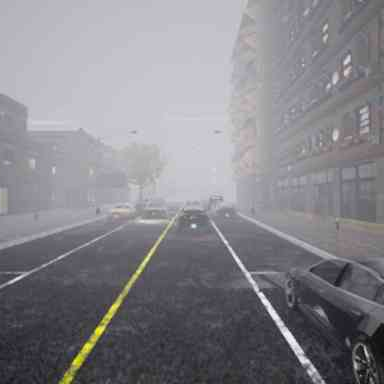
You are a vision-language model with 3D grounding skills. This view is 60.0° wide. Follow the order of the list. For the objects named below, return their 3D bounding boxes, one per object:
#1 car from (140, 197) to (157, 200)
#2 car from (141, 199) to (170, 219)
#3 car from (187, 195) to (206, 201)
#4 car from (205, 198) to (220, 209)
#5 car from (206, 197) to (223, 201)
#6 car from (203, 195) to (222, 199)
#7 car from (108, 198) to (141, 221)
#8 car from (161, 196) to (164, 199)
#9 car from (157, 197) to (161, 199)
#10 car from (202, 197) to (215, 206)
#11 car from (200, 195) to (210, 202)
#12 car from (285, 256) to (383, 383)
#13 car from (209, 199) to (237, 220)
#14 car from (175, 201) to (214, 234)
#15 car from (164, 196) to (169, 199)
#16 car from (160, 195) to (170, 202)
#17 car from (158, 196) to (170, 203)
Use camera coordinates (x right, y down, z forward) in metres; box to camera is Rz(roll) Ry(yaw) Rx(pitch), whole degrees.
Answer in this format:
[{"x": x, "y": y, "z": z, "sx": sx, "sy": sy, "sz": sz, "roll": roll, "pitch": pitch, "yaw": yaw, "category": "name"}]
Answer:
[{"x": -5.641, "y": 1.417, "z": 38.849, "sx": 1.967, "sy": 1.590, "sz": 4.097, "roll": 1, "pitch": 0, "yaw": 0, "category": "car"}, {"x": -3.097, "y": 1.545, "z": 28.589, "sx": 1.994, "sy": 1.385, "sz": 4.181, "roll": 0, "pitch": 0, "yaw": 0, "category": "car"}, {"x": 0.100, "y": 1.468, "z": 37.233, "sx": 2.128, "sy": 1.511, "sz": 4.902, "roll": 0, "pitch": 0, "yaw": 0, "category": "car"}, {"x": 2.704, "y": 1.556, "z": 44.595, "sx": 1.802, "sy": 1.307, "sz": 4.206, "roll": 1, "pitch": 0, "yaw": 0, "category": "car"}, {"x": 2.704, "y": 1.504, "z": 33.391, "sx": 1.752, "sy": 1.417, "sz": 4.829, "roll": 1, "pitch": 0, "yaw": 0, "category": "car"}, {"x": 2.708, "y": 1.291, "z": 38.909, "sx": 2.192, "sy": 1.841, "sz": 5.009, "roll": 1, "pitch": 0, "yaw": 0, "category": "car"}, {"x": -5.643, "y": 1.508, "z": 27.307, "sx": 1.752, "sy": 1.417, "sz": 4.829, "roll": 1, "pitch": 0, "yaw": 0, "category": "car"}, {"x": -5.643, "y": 1.554, "z": 50.223, "sx": 1.802, "sy": 1.307, "sz": 4.206, "roll": 1, "pitch": 0, "yaw": 0, "category": "car"}, {"x": -5.641, "y": 1.414, "z": 44.537, "sx": 1.967, "sy": 1.590, "sz": 4.097, "roll": 1, "pitch": 0, "yaw": 0, "category": "car"}, {"x": 2.704, "y": 1.536, "z": 55.968, "sx": 1.947, "sy": 1.339, "sz": 4.313, "roll": 1, "pitch": 0, "yaw": 0, "category": "car"}, {"x": 2.754, "y": 1.408, "z": 73.025, "sx": 1.967, "sy": 1.590, "sz": 4.097, "roll": 1, "pitch": 0, "yaw": 0, "category": "car"}, {"x": 2.703, "y": 1.562, "z": 4.789, "sx": 1.947, "sy": 1.339, "sz": 4.313, "roll": 1, "pitch": 0, "yaw": 0, "category": "car"}, {"x": 2.704, "y": 1.533, "z": 27.535, "sx": 2.008, "sy": 1.369, "sz": 4.403, "roll": 1, "pitch": 0, "yaw": 0, "category": "car"}, {"x": 0.098, "y": 1.490, "z": 19.298, "sx": 1.837, "sy": 1.490, "sz": 4.892, "roll": 0, "pitch": 0, "yaw": 0, "category": "car"}, {"x": -5.642, "y": 1.536, "z": 61.596, "sx": 1.947, "sy": 1.339, "sz": 4.313, "roll": 1, "pitch": 0, "yaw": 0, "category": "car"}, {"x": -5.812, "y": 1.494, "z": 72.801, "sx": 1.752, "sy": 1.417, "sz": 4.829, "roll": 1, "pitch": 0, "yaw": 0, "category": "car"}, {"x": -5.642, "y": 1.520, "z": 67.284, "sx": 2.008, "sy": 1.369, "sz": 4.403, "roll": 1, "pitch": 0, "yaw": 0, "category": "car"}]
